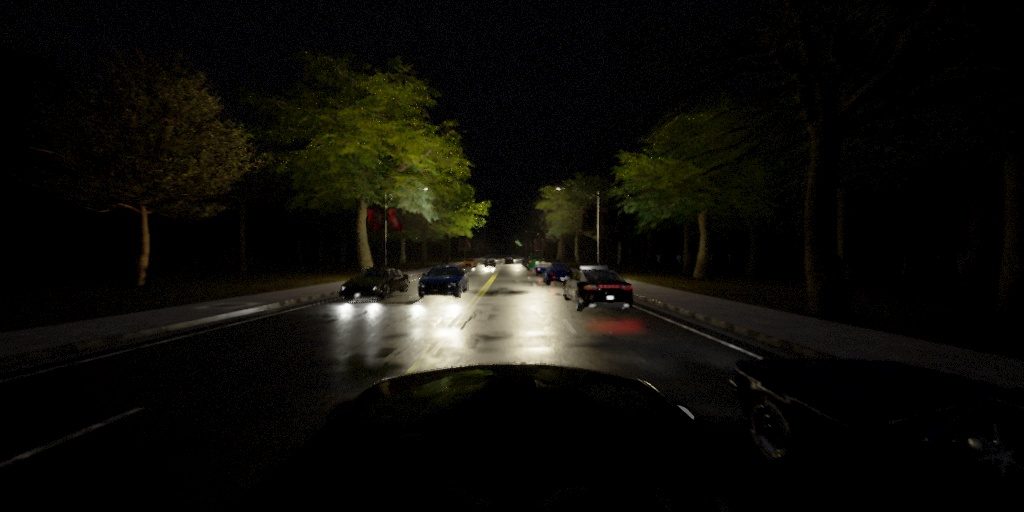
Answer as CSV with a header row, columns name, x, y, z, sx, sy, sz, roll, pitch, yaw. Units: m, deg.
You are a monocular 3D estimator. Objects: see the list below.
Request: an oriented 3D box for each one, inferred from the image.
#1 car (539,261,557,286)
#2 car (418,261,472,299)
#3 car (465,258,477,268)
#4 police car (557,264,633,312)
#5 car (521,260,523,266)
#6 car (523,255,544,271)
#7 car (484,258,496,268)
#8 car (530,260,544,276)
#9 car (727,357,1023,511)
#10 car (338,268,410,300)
name,x,y,z,sx,sy,sz,roll,pitch,yaw
car,3.198,1.265,25.314,1.812,1.442,4.674,0,0,0
car,-3.377,1.224,18.262,1.882,1.535,5.008,0,0,0
car,-6.865,1.133,58.838,1.882,1.535,5.008,0,0,0
police car,3.236,1.172,14.412,1.930,1.638,5.238,0,0,0
car,2.940,1.255,58.376,1.895,1.301,4.718,0,0,-1
car,3.050,0.914,47.364,2.150,2.045,5.566,0,0,-1
car,-3.615,1.146,58.896,2.128,1.511,4.902,0,0,0
car,3.136,1.322,36.355,1.895,1.301,4.718,0,0,0
car,3.350,1.350,1.885,1.895,1.301,4.718,0,0,0
car,-6.625,1.295,18.013,2.033,1.411,5.357,0,0,0
